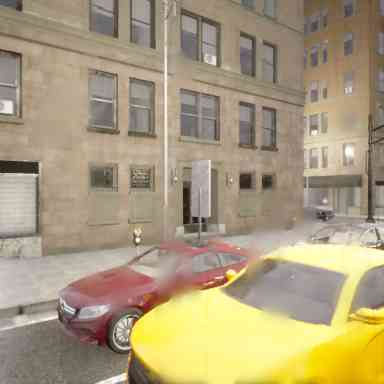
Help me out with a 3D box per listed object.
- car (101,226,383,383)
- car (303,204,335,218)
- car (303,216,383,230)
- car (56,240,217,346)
[{"bbox_3d":[1.641,1.477,4.226,5.008,1.535,1.882,0,0,-35],"label":"car"},{"bbox_3d":[8.227,1.516,25.132,1.895,1.301,4.718,0,0,-35],"label":"car"},{"bbox_3d":[4.437,1.550,9.321,4.403,1.369,2.008,0,0,-35],"label":"car"},{"bbox_3d":[-0.198,1.582,6.035,4.206,1.307,1.802,0,0,-35],"label":"car"}]
